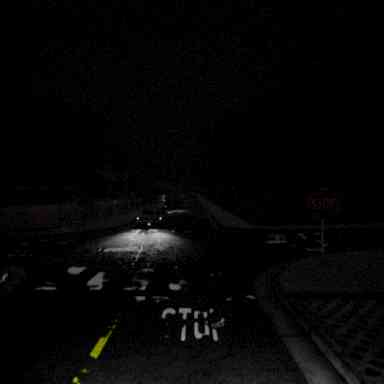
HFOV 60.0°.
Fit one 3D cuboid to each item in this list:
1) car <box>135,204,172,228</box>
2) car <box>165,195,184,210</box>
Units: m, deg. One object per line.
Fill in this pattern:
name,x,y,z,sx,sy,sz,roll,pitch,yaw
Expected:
car,-2.692,1.739,23.138,1.895,1.301,4.718,0,0,0
car,-2.626,1.481,47.479,2.150,2.045,5.566,0,0,0
